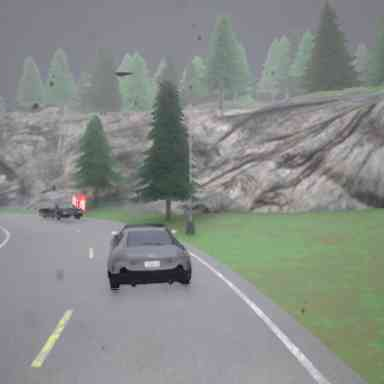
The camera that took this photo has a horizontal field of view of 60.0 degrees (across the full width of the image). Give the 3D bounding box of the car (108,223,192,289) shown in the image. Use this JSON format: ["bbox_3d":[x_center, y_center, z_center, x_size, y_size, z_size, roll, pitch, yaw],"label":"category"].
[{"bbox_3d":[-1.301,1.564,9.326,1.994,1.385,4.181,0,0,-12],"label":"car"}]

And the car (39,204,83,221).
[{"bbox_3d":[-10.881,1.624,27.445,1.895,1.301,4.718,0,0,-44],"label":"car"}]

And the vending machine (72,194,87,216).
[{"bbox_3d":[-10.946,1.216,32.405,0.880,2.100,1.100,0,0,39],"label":"vending machine"}]
